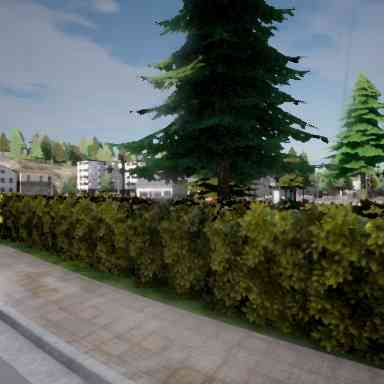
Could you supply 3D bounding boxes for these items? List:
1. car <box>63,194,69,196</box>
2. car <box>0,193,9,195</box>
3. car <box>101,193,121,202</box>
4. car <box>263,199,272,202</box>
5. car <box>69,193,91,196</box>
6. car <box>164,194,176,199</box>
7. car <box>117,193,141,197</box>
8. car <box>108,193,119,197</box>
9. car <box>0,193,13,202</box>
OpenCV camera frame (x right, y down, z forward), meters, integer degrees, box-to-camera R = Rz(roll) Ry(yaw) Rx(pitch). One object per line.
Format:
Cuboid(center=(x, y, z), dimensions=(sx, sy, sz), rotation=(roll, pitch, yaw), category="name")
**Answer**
Cuboid(center=(-31.237, 1.232, 85.583), dimensions=(3.806, 1.475, 1.970), rotation=(0, 0, -45), category="car")
Cuboid(center=(-23.119, 1.330, 40.911), dimensions=(5.027, 1.636, 2.152), rotation=(0, 0, -45), category="car")
Cuboid(center=(-17.552, 1.077, 72.095), dimensions=(3.866, 1.878, 1.905), rotation=(0, 0, -45), category="car")
Cuboid(center=(9.908, 1.478, 44.336), dimensions=(5.008, 1.535, 1.882), rotation=(0, 0, -45), category="car")
Cuboid(center=(-26.512, 1.153, 81.228), dimensions=(5.027, 1.636, 2.152), rotation=(0, 0, -45), category="car")
Cuboid(center=(-2.224, 1.221, 37.422), dimensions=(5.566, 2.045, 2.150), rotation=(0, 0, -45), category="car")
Cuboid(center=(-9.692, 1.384, 53.878), dimensions=(3.806, 1.475, 1.970), rotation=(0, 0, -45), category="car")
Cuboid(center=(-15.223, 1.097, 70.309), dimensions=(4.605, 1.855, 1.932), rotation=(0, 0, -45), category="car")
Cuboid(center=(-41.120, 1.097, 71.295), dimensions=(4.605, 1.855, 1.932), rotation=(0, 0, -45), category="car")
